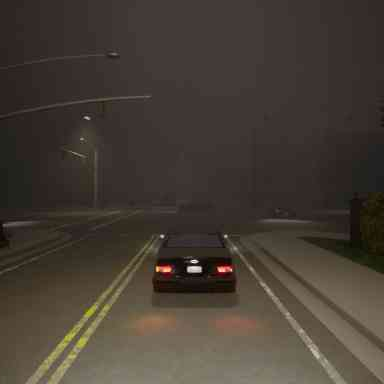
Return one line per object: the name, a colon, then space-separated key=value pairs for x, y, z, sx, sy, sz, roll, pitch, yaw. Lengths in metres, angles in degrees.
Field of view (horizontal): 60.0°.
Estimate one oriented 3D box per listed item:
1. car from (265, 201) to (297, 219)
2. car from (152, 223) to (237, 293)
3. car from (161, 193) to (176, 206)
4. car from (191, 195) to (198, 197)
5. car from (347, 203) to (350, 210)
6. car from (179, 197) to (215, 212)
car: x=7.680 y=1.525 z=29.374 sx=1.812 sy=1.442 sz=4.674 roll=-2 pitch=0 yaw=1
car: x=0.053 y=1.547 z=8.959 sx=2.033 sy=1.411 sz=5.357 roll=0 pitch=0 yaw=0
car: x=-3.721 y=1.221 z=53.992 sx=2.150 sy=2.045 sz=5.566 roll=0 pitch=0 yaw=0
car: x=0.552 y=1.527 z=78.989 sx=2.033 sy=1.411 sz=5.357 roll=0 pitch=0 yaw=12
car: x=20.579 y=1.477 z=38.887 sx=4.674 sy=1.442 sz=1.812 roll=0 pitch=0 yaw=-1
car: x=0.547 y=1.577 z=38.675 sx=4.181 sy=1.385 sz=1.994 roll=0 pitch=0 yaw=-1
